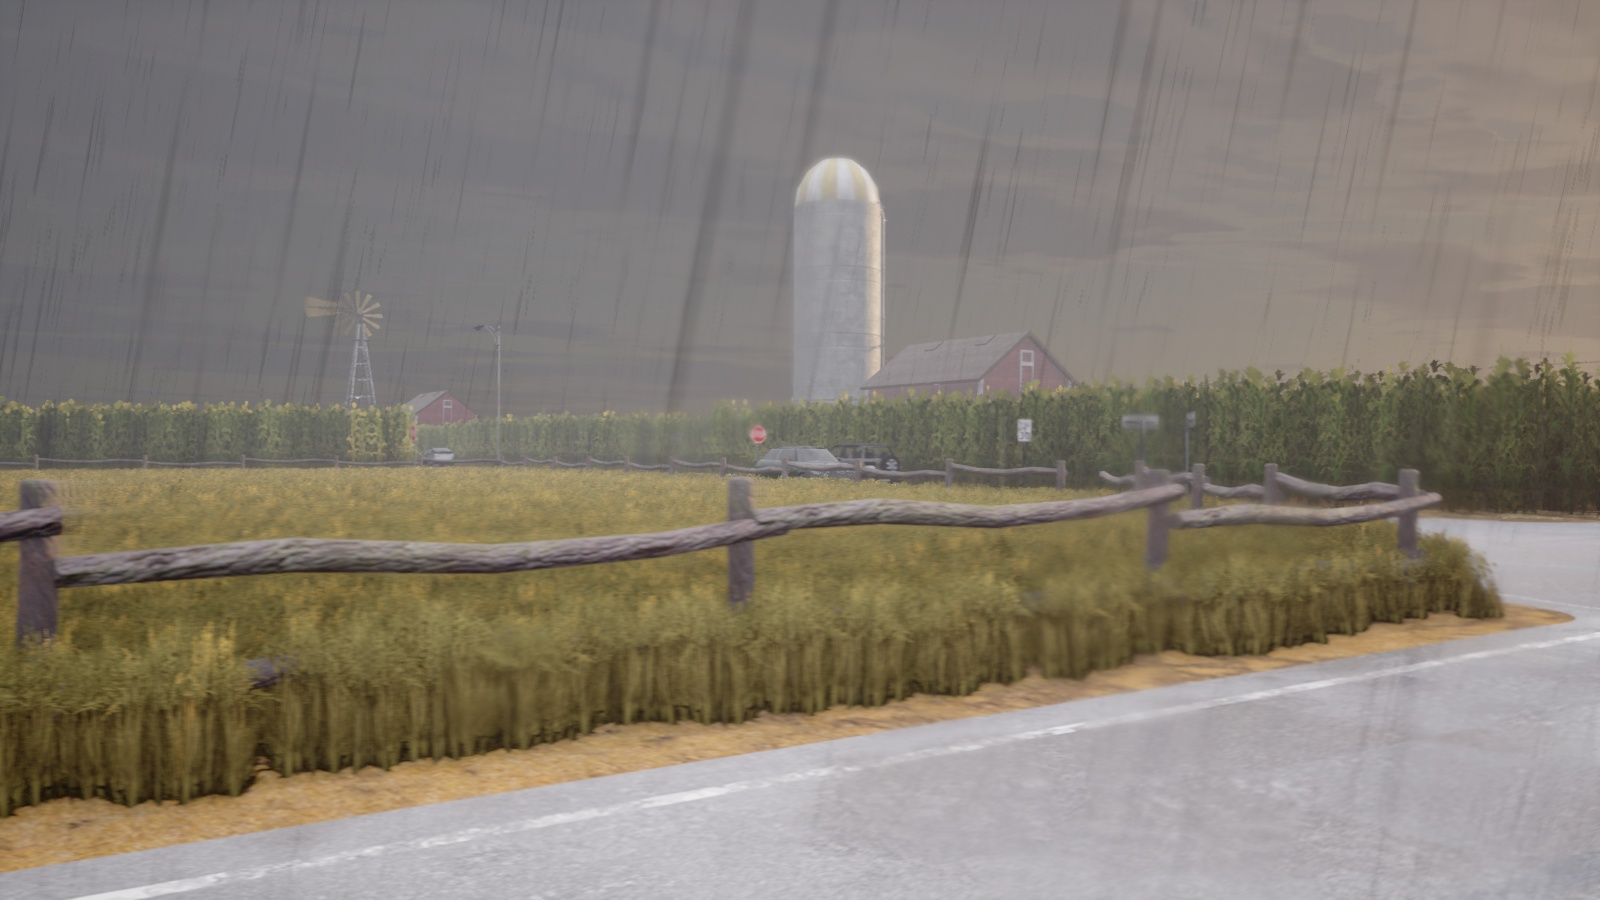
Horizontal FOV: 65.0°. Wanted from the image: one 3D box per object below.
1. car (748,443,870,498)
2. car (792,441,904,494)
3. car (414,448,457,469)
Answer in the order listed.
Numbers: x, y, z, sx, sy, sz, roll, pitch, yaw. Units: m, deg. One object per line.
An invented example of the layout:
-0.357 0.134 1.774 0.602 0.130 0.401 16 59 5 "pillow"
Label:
0.242 0.650 43.041 2.097 1.767 4.553 0 0 -31 "car"
1.728 0.601 46.571 1.932 1.855 4.605 0 0 -31 "car"
-27.575 0.648 94.938 2.007 1.525 4.514 0 -1 -31 "car"
